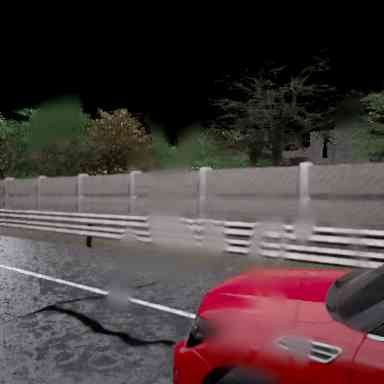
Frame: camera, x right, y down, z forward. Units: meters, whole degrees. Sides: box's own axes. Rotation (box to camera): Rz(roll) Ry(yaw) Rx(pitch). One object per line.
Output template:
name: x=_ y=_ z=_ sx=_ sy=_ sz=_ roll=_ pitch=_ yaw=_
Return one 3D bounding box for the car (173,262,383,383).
car: x=2.482 y=1.224 z=2.222 sx=5.566 sy=2.045 sz=2.150 roll=0 pitch=0 yaw=36
